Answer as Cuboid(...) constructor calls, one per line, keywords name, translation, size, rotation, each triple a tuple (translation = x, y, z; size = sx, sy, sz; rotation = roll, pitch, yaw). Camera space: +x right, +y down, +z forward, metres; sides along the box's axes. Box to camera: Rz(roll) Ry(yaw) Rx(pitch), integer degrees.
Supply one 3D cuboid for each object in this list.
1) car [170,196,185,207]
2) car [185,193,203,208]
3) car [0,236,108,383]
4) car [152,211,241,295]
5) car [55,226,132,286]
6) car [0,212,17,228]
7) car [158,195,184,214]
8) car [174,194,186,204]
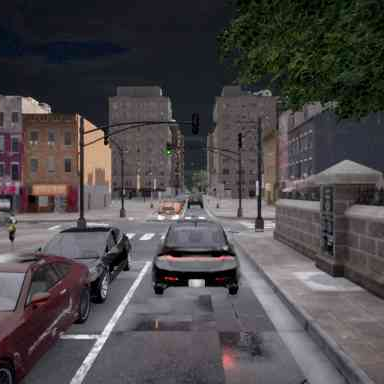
Cuboid(name="car", translation=(-2.236, 1.478, 53.558), size=(2.128, 1.511, 4.902), rotation=(0, 0, 0))
Cuboid(name="car", translation=(0.463, 1.208, 47.991), size=(2.150, 2.045, 5.566), rotation=(0, 0, 0))
Cuboid(name="car", translation=(-2.631, 1.582, 4.526), size=(1.802, 1.307, 4.206), rotation=(0, 0, 0))
Cuboid(name="car", translation=(0.095, 1.492, 8.672), size=(2.128, 1.511, 4.902), rotation=(0, 0, 0))
Cuboid(name="car", translation=(-2.628, 1.565, 8.189), size=(1.947, 1.339, 4.313), rotation=(0, 0, 0))
Cuboid(name="car", translation=(-13.746, 1.624, 21.101), size=(4.902, 1.511, 2.128), rotation=(-1, 0, 0))
Cuboid(name="car", translation=(-2.280, 1.343, 34.764), size=(2.097, 1.767, 4.553), rotation=(0, 0, 1))
Cuboid(name="car", translation=(-2.199, 1.334, 63.813), size=(2.097, 1.767, 4.553), rotation=(0, 0, 0))
